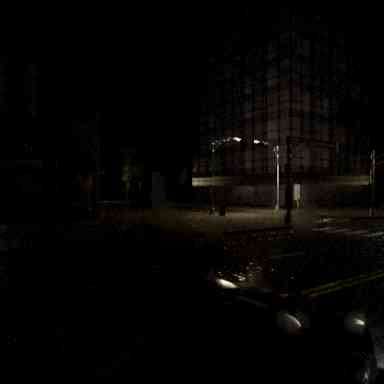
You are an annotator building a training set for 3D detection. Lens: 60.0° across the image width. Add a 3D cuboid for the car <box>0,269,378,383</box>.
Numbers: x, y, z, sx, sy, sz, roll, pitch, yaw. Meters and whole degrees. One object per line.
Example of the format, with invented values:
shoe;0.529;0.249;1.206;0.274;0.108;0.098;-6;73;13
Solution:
car;0.121;1.570;3.524;4.181;1.385;1.994;0;0;-35
